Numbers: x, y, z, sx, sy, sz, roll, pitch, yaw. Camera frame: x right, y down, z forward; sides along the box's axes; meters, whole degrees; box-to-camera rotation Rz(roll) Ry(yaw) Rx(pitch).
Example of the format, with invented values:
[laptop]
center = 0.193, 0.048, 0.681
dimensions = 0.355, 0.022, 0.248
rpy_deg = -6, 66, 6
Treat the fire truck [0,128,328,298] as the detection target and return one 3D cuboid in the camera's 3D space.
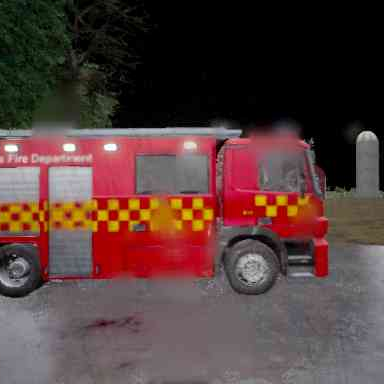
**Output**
[fire truck]
center = -1.318, 0.306, 8.337
dimensions = 8.468, 3.827, 2.891
rpy_deg = -1, 0, 0
